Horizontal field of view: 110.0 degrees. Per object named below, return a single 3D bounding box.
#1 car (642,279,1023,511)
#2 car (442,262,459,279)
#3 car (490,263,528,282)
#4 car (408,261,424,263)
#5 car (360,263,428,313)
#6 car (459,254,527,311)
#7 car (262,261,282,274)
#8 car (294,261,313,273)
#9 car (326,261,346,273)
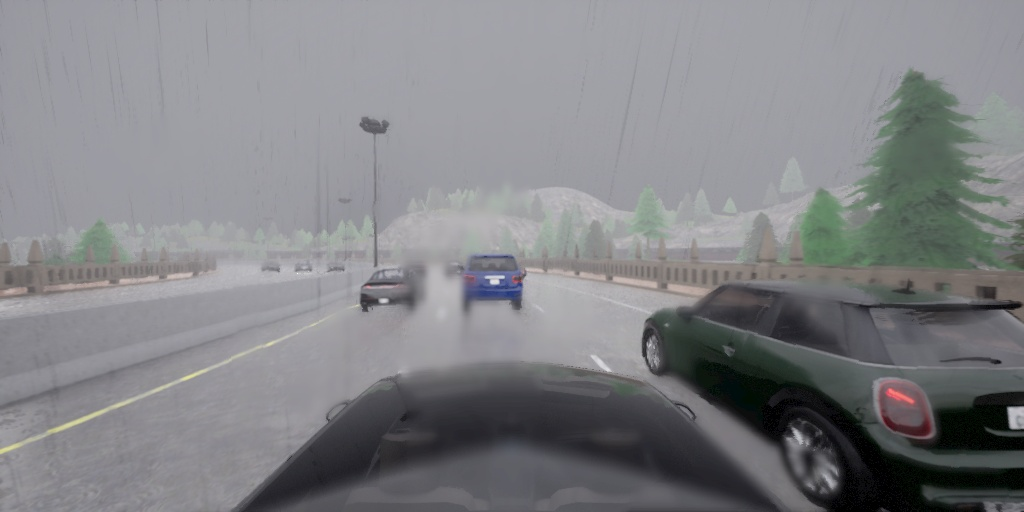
[{"bbox_3d":[3.361,1.074,4.482,2.097,1.767,4.553,0,0,-1],"label":"car"},{"bbox_3d":[-5.019,1.214,32.185,1.812,1.442,4.674,0,0,-18],"label":"car"},{"bbox_3d":[-0.365,1.263,29.019,1.895,1.301,4.718,0,0,-15],"label":"car"},{"bbox_3d":[-8.508,1.220,31.681,1.837,1.490,4.892,0,0,-18],"label":"car"},{"bbox_3d":[-4.428,1.222,13.930,2.128,1.511,4.902,0,0,-7],"label":"car"},{"bbox_3d":[-0.917,0.930,14.379,2.150,2.045,5.566,0,0,-8],"label":"car"},{"bbox_3d":[-30.477,1.409,45.543,1.837,1.490,4.892,0,0,-32],"label":"car"},{"bbox_3d":[-27.124,1.359,46.762,2.128,1.511,4.902,-1,0,-31],"label":"car"},{"bbox_3d":[-21.857,1.321,44.627,1.837,1.490,4.892,-1,-1,-29],"label":"car"}]
